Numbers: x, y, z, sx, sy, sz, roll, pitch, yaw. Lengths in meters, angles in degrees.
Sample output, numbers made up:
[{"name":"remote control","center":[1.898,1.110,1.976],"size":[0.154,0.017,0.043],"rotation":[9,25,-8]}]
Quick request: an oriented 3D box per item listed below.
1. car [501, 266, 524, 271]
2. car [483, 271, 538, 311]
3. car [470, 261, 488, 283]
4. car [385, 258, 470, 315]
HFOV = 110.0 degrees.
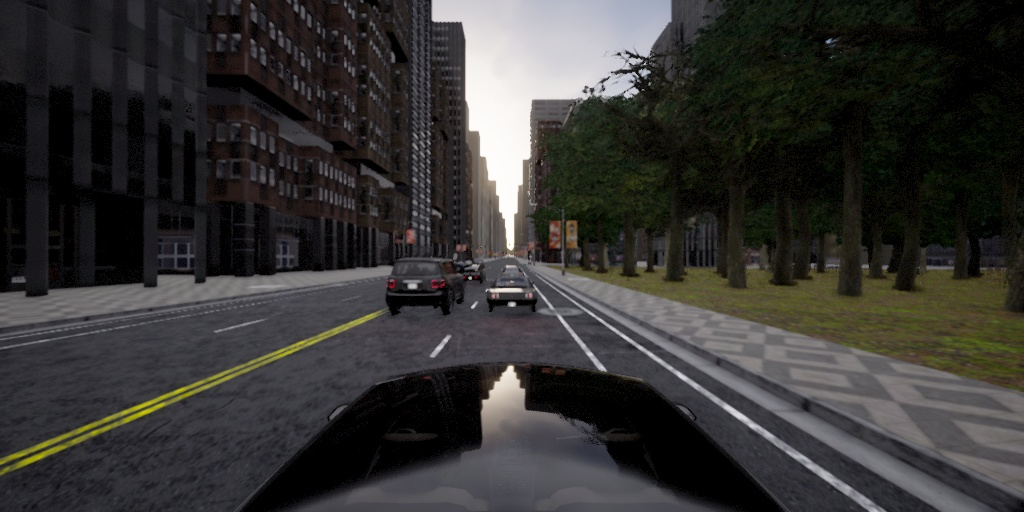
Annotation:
[{"name":"car","center":[0.021,1.532,30.312],"size":[1.994,1.385,4.181],"rotation":[0,0,1]},{"name":"car","center":[0.020,1.469,15.086],"size":[1.895,1.301,4.718],"rotation":[0,0,0]},{"name":"car","center":[-3.223,1.475,30.339],"size":[1.837,1.490,4.892],"rotation":[0,0,0]},{"name":"car","center":[-3.236,1.087,14.405],"size":[2.150,2.045,5.566],"rotation":[0,0,0]}]
